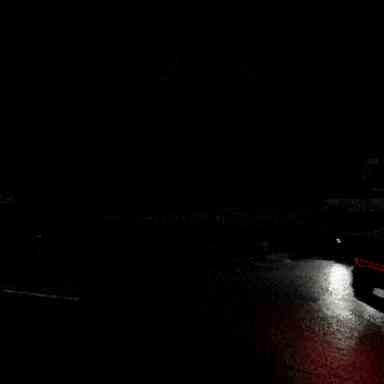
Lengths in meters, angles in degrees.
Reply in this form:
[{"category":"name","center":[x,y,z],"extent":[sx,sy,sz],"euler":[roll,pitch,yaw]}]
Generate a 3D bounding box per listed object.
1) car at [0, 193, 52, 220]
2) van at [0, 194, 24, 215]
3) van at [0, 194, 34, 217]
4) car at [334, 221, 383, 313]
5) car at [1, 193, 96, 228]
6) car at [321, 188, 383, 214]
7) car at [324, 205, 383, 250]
[{"category":"car","center":[-14.903,1.138,27.850],"extent":[2.435,2.045,5.566],"euler":[0,0,26]},{"category":"van","center":[-18.951,1.175,32.249],"extent":[1.878,1.987,4.442],"euler":[-1,0,26]},{"category":"van","center":[-16.900,1.169,30.116],"extent":[1.878,1.987,4.442],"euler":[-1,0,26]},{"category":"car","center":[5.312,1.361,5.882],"extent":[5.008,1.535,1.882],"euler":[-2,2,-16]},{"category":"car","center":[-8.740,1.119,21.507],"extent":[2.435,2.045,5.566],"euler":[-1,0,26]},{"category":"car","center":[11.809,0.782,22.727],"extent":[5.566,2.045,2.435],"euler":[-1,0,27]},{"category":"car","center":[6.826,1.316,11.048],"extent":[5.357,1.411,2.033],"euler":[-1,1,-38]}]
